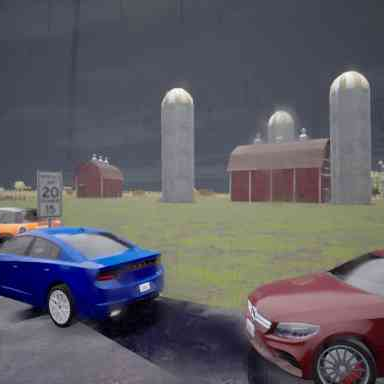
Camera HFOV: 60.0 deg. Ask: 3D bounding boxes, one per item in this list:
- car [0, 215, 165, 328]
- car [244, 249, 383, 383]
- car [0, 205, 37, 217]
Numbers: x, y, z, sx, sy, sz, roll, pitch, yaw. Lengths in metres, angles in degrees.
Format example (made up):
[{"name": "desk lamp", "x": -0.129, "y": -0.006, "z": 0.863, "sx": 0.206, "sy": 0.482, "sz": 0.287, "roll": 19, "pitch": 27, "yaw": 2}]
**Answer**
[{"name": "car", "x": -2.892, "y": 1.480, "z": 7.054, "sx": 5.008, "sy": 1.535, "sz": 1.882, "roll": 0, "pitch": 0, "yaw": 33}, {"name": "car", "x": 3.080, "y": 1.557, "z": 4.636, "sx": 4.674, "sy": 1.442, "sz": 1.812, "roll": 1, "pitch": 0, "yaw": -7}, {"name": "car", "x": -6.992, "y": 1.364, "z": 12.553, "sx": 4.553, "sy": 1.767, "sz": 2.097, "roll": 0, "pitch": 0, "yaw": 28}]
